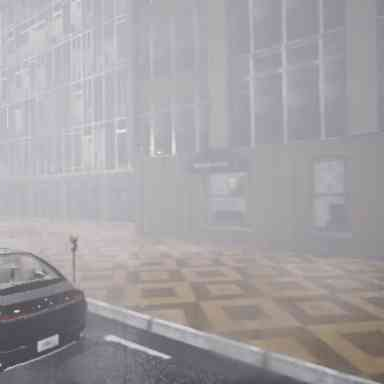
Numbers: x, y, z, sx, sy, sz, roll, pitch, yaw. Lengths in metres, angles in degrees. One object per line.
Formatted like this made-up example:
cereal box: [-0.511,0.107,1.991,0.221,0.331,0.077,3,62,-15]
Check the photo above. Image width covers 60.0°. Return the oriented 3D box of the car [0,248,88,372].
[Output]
car: [-3.477,1.555,5.213,4.403,1.369,2.008,0,-1,36]
